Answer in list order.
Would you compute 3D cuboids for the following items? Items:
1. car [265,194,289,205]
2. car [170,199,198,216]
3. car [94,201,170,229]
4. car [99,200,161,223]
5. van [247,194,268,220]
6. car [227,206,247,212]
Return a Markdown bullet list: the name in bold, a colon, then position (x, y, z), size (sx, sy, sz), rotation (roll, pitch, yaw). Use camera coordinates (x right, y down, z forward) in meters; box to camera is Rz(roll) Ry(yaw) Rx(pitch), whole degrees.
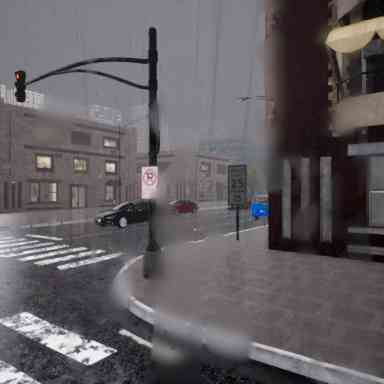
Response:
- **car**: position (12.155, 1.037, 47.364), size (1.947, 1.339, 4.313), rotation (1, 1, 35)
- **car**: position (-1.066, 1.309, 28.807), size (1.802, 1.307, 4.206), rotation (1, 1, 35)
- **car**: position (-3.777, 1.320, 20.553), size (1.837, 1.490, 4.892), rotation (0, 1, 35)
- **car**: position (-4.371, 1.358, 24.168), size (1.947, 1.339, 4.313), rotation (1, 1, 35)
- **van**: position (5.770, 1.047, 23.955), size (1.690, 1.788, 3.998), rotation (1, 1, 35)
- **car**: position (5.198, 1.203, 33.141), size (1.994, 1.385, 4.181), rotation (0, 1, 36)
